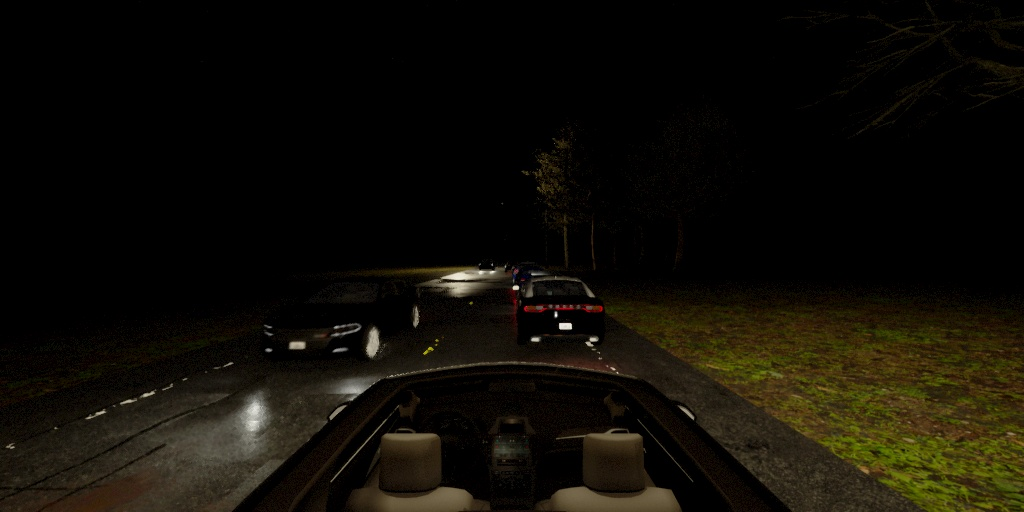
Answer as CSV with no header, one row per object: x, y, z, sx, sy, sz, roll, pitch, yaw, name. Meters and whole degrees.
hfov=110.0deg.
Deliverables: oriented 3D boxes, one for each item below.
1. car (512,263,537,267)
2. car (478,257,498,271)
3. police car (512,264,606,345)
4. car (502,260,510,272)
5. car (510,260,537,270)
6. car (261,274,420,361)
1.057,1.294,19.526,1.812,1.442,4.674,0,0,0,car
-3.577,1.202,51.046,2.097,1.767,4.553,0,0,0,car
1.053,1.178,9.635,1.930,1.638,5.238,0,0,0,police car
0.041,1.349,46.810,1.837,1.490,4.892,0,0,0,car
1.059,1.135,25.497,2.097,1.767,4.553,0,0,0,car
-3.598,1.230,8.506,1.882,1.535,5.008,0,0,0,car
